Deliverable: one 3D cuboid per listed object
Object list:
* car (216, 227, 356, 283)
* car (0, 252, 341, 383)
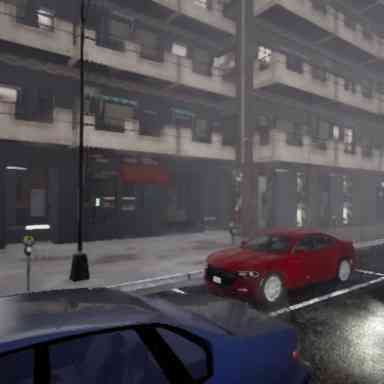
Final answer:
[{"bbox_3d":[2.337,1.613,8.340,4.507,1.381,1.887,0,0,-37],"label":"car"},{"bbox_3d":[-1.377,1.565,2.367,5.357,1.411,2.033,0,-1,-37],"label":"car"}]
